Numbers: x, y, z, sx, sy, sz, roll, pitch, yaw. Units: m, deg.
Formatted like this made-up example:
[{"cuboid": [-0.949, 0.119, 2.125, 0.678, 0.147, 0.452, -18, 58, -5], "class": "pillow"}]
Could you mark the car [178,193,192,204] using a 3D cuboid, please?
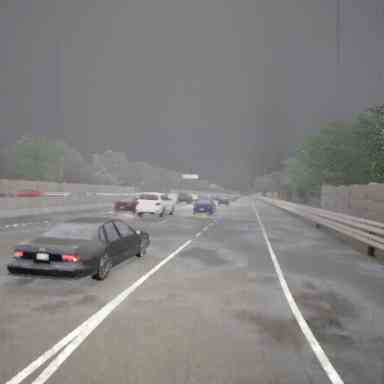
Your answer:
[{"cuboid": [-1.310, 1.132, 60.297, 2.150, 2.045, 5.566, 2, 0, 9], "class": "car"}]

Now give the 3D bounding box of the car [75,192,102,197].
[{"cuboid": [-14.143, 0.998, 47.516, 2.128, 1.511, 4.902, 2, 0, 10], "class": "car"}]

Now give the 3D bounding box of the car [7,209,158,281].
[{"cuboid": [-2.798, 1.451, 9.636, 2.033, 1.411, 5.357, 2, 0, 10], "class": "car"}]

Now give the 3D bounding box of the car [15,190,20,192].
[{"cuboid": [-20.096, 0.839, 33.387, 1.837, 1.490, 4.892, 2, 0, 10], "class": "car"}]

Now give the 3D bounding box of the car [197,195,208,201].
[{"cuboid": [2.820, 1.594, 85.417, 2.033, 1.411, 5.357, 2, 0, 9], "class": "car"}]

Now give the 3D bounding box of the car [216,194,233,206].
[{"cuboid": [5.847, 1.617, 60.746, 1.882, 1.535, 5.008, 2, 0, 9], "class": "car"}]

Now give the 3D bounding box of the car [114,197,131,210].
[{"cuboid": [-5.963, 1.259, 32.606, 1.882, 1.535, 5.008, 2, 0, 10], "class": "car"}]

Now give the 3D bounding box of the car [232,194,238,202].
[{"cuboid": [10.406, 1.853, 88.429, 1.994, 1.385, 4.181, 2, 0, 9], "class": "car"}]

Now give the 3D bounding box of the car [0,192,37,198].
[{"cuboid": [-16.962, 0.998, 31.029, 1.994, 1.385, 4.181, 2, 0, 10], "class": "car"}]

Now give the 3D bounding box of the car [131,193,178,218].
[{"cuboid": [-3.067, 1.098, 28.702, 2.150, 2.045, 5.566, 2, 0, 10], "class": "car"}]

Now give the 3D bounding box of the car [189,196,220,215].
[{"cuboid": [1.358, 1.490, 33.934, 1.882, 1.535, 5.008, 2, 0, 10], "class": "car"}]

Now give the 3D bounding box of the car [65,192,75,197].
[{"cuboid": [-17.270, 0.758, 49.923, 2.097, 1.767, 4.553, 2, 0, 10], "class": "car"}]

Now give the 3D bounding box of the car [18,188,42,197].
[{"cuboid": [-24.512, 0.397, 49.027, 2.150, 2.045, 5.566, 2, 0, 10], "class": "car"}]
